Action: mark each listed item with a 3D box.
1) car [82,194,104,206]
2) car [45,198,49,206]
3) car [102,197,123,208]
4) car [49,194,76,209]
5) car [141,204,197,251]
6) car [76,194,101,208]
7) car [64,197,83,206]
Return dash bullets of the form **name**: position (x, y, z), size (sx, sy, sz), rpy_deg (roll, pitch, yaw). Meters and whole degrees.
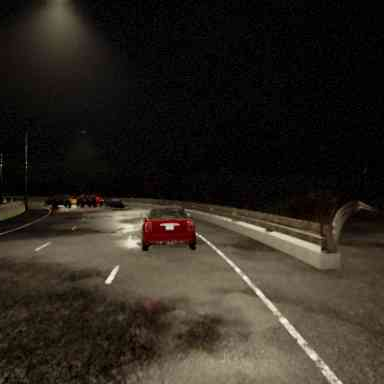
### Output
- **car**: position (-18.205, 1.349, 60.955), size (2.150, 2.045, 5.566), rpy_deg (0, 0, -35)
- **car**: position (-23.642, 1.642, 56.481), size (1.837, 1.490, 4.892), rpy_deg (0, 0, -35)
- **car**: position (-11.307, 1.635, 48.334), size (1.994, 1.385, 4.181), rpy_deg (0, -1, -24)
- **car**: position (-18.789, 1.330, 47.966), size (2.150, 2.045, 5.566), rpy_deg (0, 0, -30)
- **car**: position (-1.111, 1.359, 14.517), size (2.097, 1.767, 4.553), rpy_deg (0, 0, -8)
- **car**: position (-15.776, 1.314, 49.772), size (2.150, 2.045, 5.566), rpy_deg (0, 0, -30)
- **car**: position (-21.141, 1.601, 59.055), size (1.882, 1.535, 5.008), rpy_deg (0, 0, -35)
